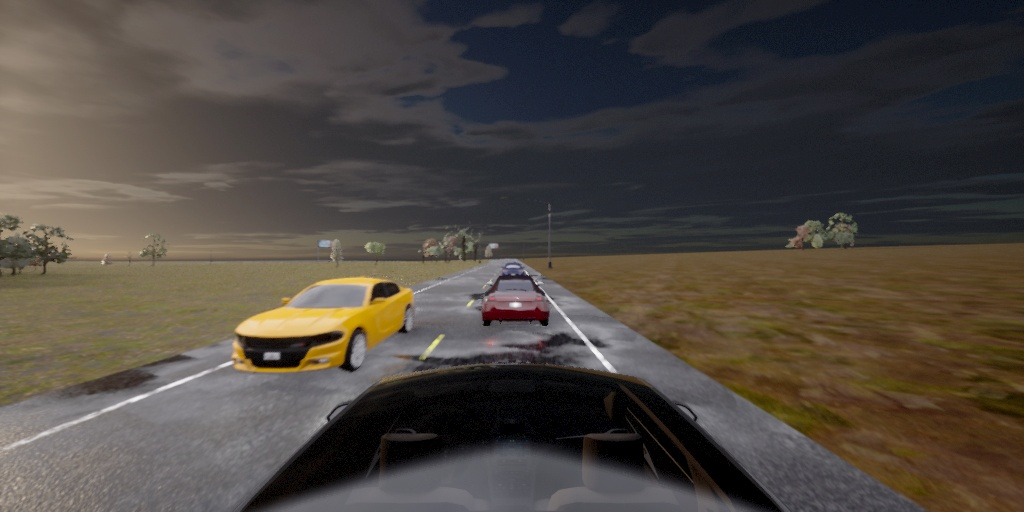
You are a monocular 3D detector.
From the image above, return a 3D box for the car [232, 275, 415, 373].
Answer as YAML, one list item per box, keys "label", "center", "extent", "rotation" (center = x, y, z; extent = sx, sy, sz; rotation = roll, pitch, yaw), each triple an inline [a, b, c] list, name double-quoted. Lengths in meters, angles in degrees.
- label: "car"
  center: [-3.595, 1.227, 7.867]
  extent: [1.882, 1.535, 5.008]
  rotation: [0, 0, 0]

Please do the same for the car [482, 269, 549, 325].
- label: "car"
  center: [0.098, 1.313, 11.857]
  extent: [1.994, 1.385, 4.181]
  rotation: [0, 0, 0]

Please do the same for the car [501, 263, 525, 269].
- label: "car"
  center: [0.092, 1.273, 29.537]
  extent: [1.812, 1.442, 4.674]
  rotation: [0, 0, 0]
